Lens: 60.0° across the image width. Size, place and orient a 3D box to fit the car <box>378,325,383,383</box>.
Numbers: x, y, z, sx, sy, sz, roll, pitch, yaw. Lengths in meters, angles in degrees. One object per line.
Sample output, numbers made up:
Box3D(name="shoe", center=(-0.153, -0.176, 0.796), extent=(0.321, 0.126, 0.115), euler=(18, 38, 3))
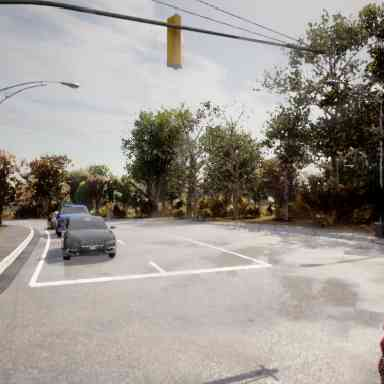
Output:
Box3D(name="car", center=(4.366, 1.487, 3.562), extent=(5.008, 1.535, 1.882), euler=(0, 0, -20))

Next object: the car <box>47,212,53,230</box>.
Box3D(name="car", center=(-12.582, 2.631, 31.897), extent=(2.097, 1.767, 4.553), euler=(0, -4, -29))

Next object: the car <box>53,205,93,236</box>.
Box3D(name="car", center=(-8.125, 1.887, 22.786), extent=(2.150, 2.045, 5.566), euler=(0, -3, -24))

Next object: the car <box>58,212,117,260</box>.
Box3D(name="car", center=(-4.334, 1.744, 13.613), extent=(1.837, 1.490, 4.892), euler=(0, -2, -23))
